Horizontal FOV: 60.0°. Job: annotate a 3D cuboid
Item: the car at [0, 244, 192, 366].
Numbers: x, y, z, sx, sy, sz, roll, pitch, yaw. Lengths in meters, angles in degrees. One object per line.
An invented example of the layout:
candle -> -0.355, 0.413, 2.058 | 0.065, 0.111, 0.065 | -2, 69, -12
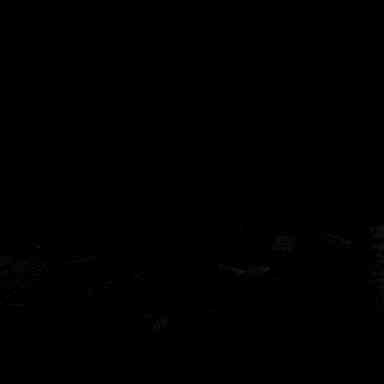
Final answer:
car -> -1.998, 1.566, 5.111 | 4.313, 1.339, 1.947 | 0, 0, -35

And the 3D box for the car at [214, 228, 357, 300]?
car -> 2.483, 1.582, 8.302 | 4.206, 1.307, 1.802 | 0, 0, -35
